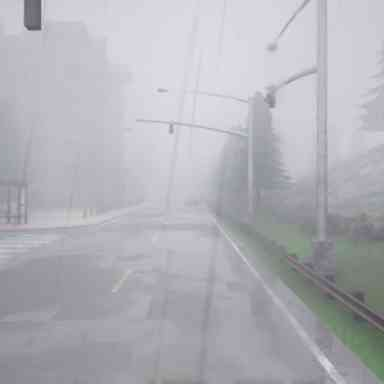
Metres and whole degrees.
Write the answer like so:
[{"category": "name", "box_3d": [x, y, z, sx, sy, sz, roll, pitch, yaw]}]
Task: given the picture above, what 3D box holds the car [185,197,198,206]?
[{"category": "car", "box_3d": [-0.037, 1.449, 52.584, 1.994, 1.385, 4.181, 0, 0, 0]}]
